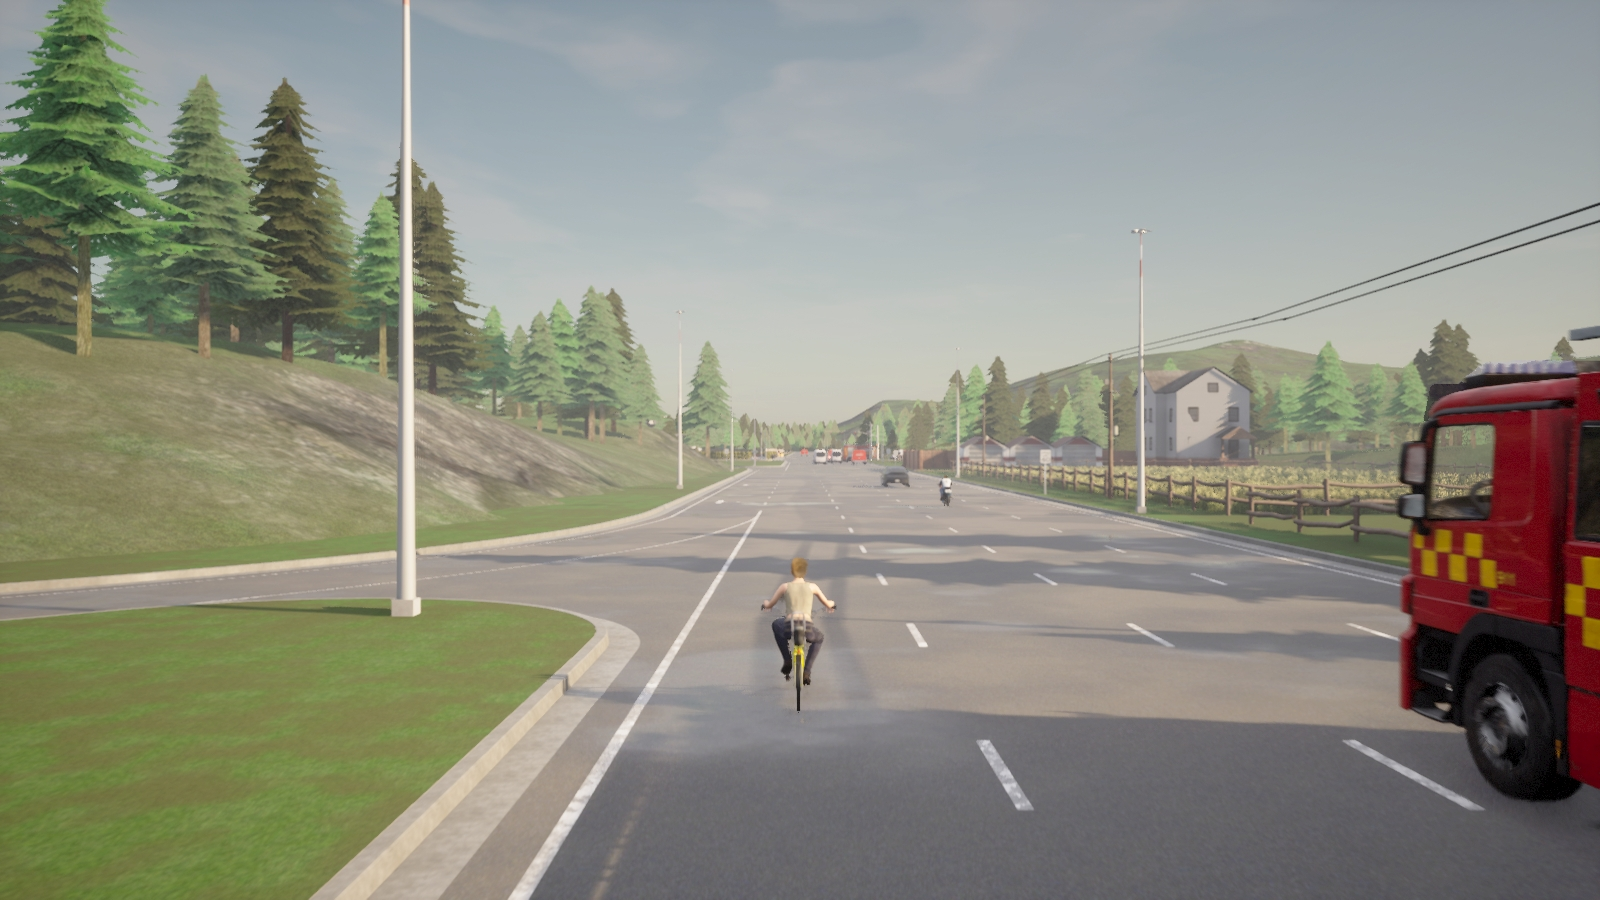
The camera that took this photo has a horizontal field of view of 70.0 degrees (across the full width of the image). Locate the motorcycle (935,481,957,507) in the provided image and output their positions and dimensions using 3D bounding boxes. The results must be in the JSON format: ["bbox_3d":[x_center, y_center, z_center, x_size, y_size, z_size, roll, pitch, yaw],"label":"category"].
[{"bbox_3d":[6.996,2.102,54.781,0.803,1.199,2.033,0,0,0],"label":"motorcycle"}]

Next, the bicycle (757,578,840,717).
[{"bbox_3d":[-0.014,2.137,12.633,0.859,1.276,1.487,0,0,0],"label":"bicycle"}]

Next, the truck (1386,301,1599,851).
[{"bbox_3d":[7.006,0.878,6.604,2.891,3.827,8.468,0,0,0],"label":"truck"}]
